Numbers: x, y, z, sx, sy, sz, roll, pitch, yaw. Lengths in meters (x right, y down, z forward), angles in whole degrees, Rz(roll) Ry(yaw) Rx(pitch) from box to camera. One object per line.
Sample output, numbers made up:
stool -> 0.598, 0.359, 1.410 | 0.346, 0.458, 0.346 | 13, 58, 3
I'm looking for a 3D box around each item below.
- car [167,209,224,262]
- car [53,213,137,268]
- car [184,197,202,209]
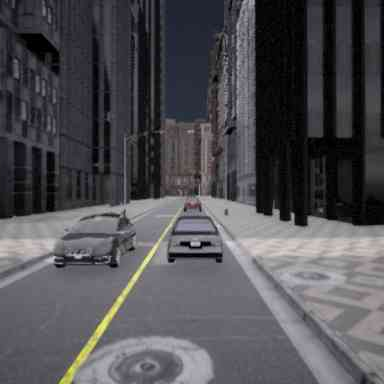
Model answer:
car -> 0.101, 1.574, 12.248 | 2.033, 1.411, 5.357 | 0, 0, 0
car -> -3.099, 1.530, 11.496 | 1.837, 1.490, 4.892 | 0, 0, 0
car -> 0.100, 1.399, 41.172 | 2.097, 1.767, 4.553 | 0, 0, 0
